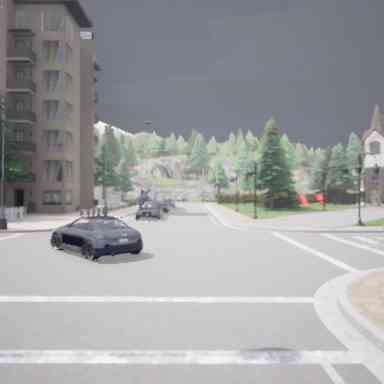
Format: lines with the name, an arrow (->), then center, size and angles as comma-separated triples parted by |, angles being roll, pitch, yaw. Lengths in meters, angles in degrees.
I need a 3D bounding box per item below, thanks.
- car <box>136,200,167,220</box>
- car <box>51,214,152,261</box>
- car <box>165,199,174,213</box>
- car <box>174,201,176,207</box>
car -> -3.580, 1.649, 28.641 | 1.994, 1.385, 4.181 | 0, 0, 1
car -> -3.710, 1.607, 12.657 | 1.994, 1.385, 4.181 | 1, 0, -44
car -> -3.592, 1.663, 38.931 | 2.033, 1.411, 5.357 | 0, 0, 0
car -> -3.568, 1.752, 51.281 | 1.895, 1.301, 4.718 | 0, 0, 0
